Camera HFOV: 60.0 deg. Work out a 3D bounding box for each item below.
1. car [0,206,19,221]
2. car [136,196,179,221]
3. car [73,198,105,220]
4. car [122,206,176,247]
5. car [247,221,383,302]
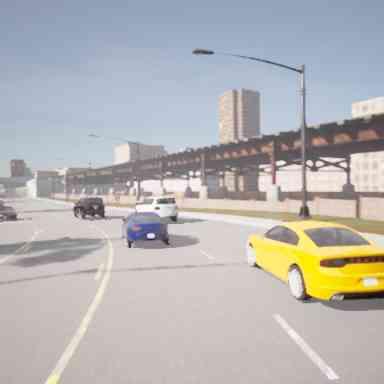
[{"bbox_3d":[-18.376,2.129,32.854,1.812,1.442,4.674,-2,0,-31],"label":"car"},{"bbox_3d":[-2.968,1.385,27.173,2.150,2.045,5.566,-1,0,-26],"label":"car"},{"bbox_3d":[-10.309,1.598,33.245,2.150,2.045,5.566,-2,0,-30],"label":"car"},{"bbox_3d":[-2.283,1.642,15.779,1.812,1.442,4.674,-1,0,-15],"label":"car"},{"bbox_3d":[2.855,1.455,8.362,1.882,1.535,5.008,-1,0,-8],"label":"car"}]
